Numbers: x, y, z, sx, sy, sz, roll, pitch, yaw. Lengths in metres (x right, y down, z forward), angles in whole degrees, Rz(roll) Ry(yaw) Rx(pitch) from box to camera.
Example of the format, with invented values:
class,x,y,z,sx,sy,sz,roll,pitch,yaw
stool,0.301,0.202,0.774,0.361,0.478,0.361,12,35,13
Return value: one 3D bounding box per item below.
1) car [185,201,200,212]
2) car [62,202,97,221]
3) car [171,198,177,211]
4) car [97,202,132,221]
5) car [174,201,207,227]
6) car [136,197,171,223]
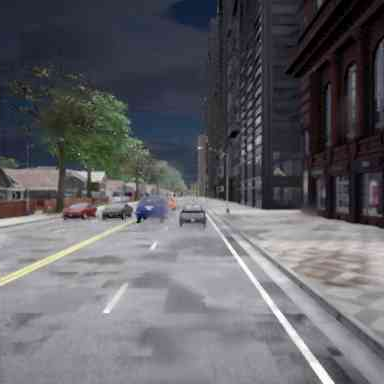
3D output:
class,x,y,z,sx,sy,sz,roll,pitch,yaw
car,0.046,1.862,44.706,1.895,1.301,4.718,0,0,0
car,-9.815,1.655,29.497,1.882,1.535,5.008,0,-1,0
car,-3.206,1.619,45.290,2.097,1.767,4.553,0,0,0
car,-6.565,1.652,29.499,1.882,1.535,5.008,0,-1,0
car,0.064,1.629,23.777,2.128,1.511,4.902,0,0,0
car,-3.184,1.382,27.423,2.150,2.045,5.566,0,0,0
